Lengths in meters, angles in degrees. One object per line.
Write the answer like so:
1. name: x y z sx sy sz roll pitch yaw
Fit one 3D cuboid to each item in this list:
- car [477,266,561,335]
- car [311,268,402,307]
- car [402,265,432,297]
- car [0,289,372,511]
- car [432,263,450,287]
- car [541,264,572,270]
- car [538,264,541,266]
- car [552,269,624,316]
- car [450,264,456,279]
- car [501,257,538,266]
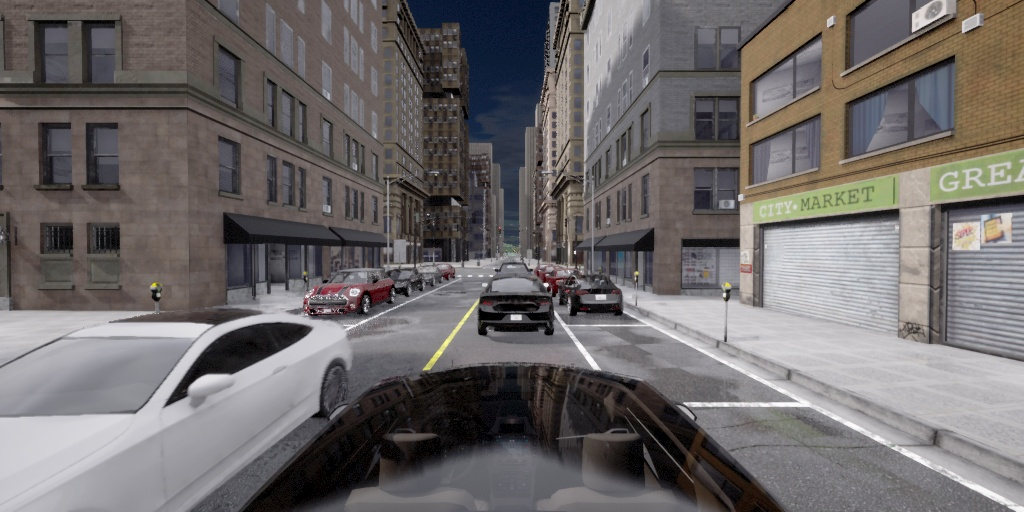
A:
1. car: 0.099 1.226 10.499 1.882 1.535 5.008 0 0 0
2. car: -5.763 1.188 13.171 1.967 1.591 4.097 0 0 0
3. car: -5.762 1.313 18.676 1.948 1.339 4.313 0 0 0
4. car: -3.100 1.275 3.182 1.812 1.442 4.674 0 0 0
5. car: -5.761 1.298 24.181 2.007 1.370 4.403 0 0 0
6. car: 2.764 1.293 18.674 1.888 1.381 4.507 0 0 0
7. car: 2.764 1.293 24.180 1.888 1.381 4.507 0 0 0
8. car: 2.763 1.314 13.170 1.948 1.339 4.313 0 0 0
9. car: -5.761 1.293 29.687 1.888 1.381 4.507 0 0 0
10. car: 0.104 1.100 19.722 2.097 1.767 4.553 0 0 0
